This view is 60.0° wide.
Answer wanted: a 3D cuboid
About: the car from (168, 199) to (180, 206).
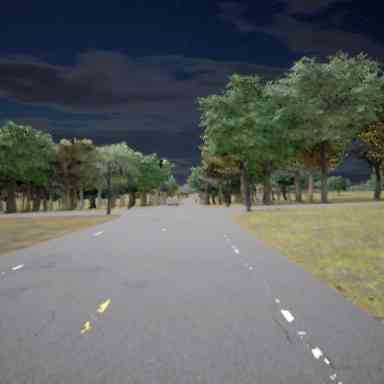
[{"bbox_3d":[-4.288,2.412,76.372,2.097,1.767,4.553,0,-1,-1],"label":"car"}]
